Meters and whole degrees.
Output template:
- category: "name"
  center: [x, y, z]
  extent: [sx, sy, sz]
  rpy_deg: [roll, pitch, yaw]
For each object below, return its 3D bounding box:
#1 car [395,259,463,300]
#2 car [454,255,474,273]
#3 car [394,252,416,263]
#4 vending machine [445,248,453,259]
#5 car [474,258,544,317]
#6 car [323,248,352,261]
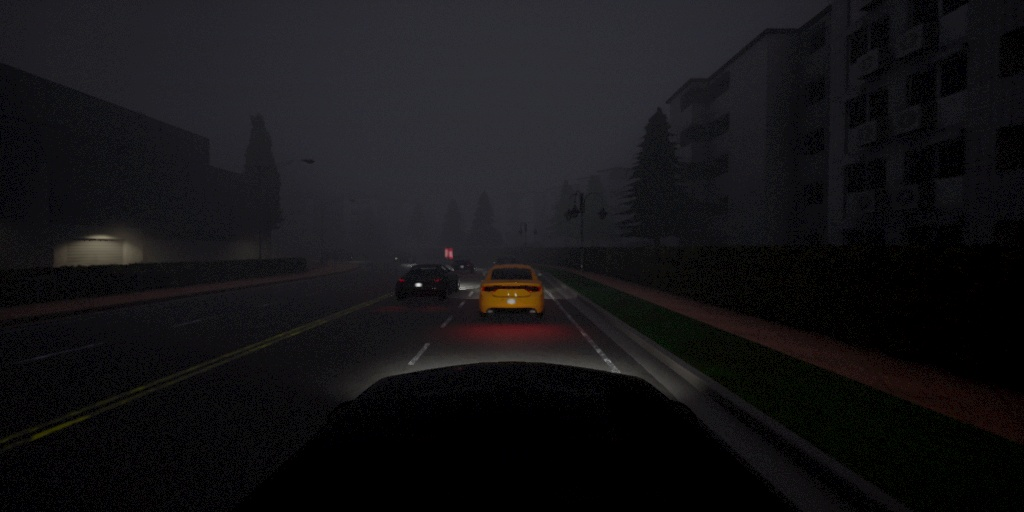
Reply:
- category: "car"
  center: [-3.502, 1.011, 15.433]
  extent: [1.994, 1.385, 4.181]
  rpy_deg: [0, 1, 0]
- category: "car"
  center: [-4.270, 0.631, 30.900]
  extent: [1.812, 1.442, 4.674]
  rpy_deg: [0, 1, -7]
- category: "car"
  center: [-14.092, 0.241, 47.058]
  extent: [2.128, 1.511, 4.902]
  rpy_deg: [-1, 1, -34]
- category: "vending machine"
  center: [-10.714, -0.361, 60.899]
  extent: [1.100, 2.100, 0.880]
  rpy_deg: [0, 0, -43]
- category: "car"
  center: [-0.004, 0.999, 12.061]
  extent: [1.882, 1.535, 5.008]
  rpy_deg: [0, 2, 0]
- category: "car"
  center: [-27.604, -0.238, 56.680]
  extent: [5.566, 2.045, 2.150]
  rpy_deg: [1, 1, 36]
